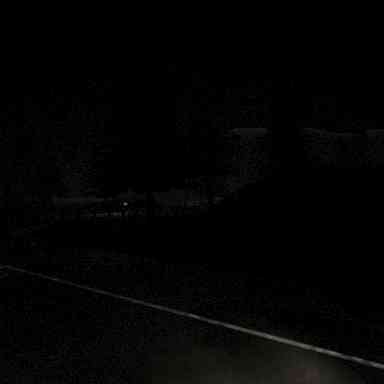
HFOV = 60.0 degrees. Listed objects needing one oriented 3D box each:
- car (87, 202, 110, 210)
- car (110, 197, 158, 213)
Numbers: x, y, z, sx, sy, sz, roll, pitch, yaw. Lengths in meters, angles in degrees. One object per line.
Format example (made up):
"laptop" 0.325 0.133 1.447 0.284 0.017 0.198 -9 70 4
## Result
"car" -8.890 1.443 37.278 5.357 1.411 2.033 0 0 -43
"car" -5.831 1.264 35.279 4.553 1.767 2.097 0 0 -42
